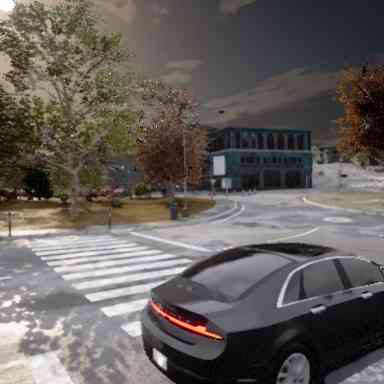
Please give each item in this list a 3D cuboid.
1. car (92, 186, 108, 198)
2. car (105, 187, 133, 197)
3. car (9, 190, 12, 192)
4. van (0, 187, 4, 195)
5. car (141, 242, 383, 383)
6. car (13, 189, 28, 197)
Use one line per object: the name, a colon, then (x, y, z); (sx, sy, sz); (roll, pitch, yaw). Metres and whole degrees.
car: (-13.329, 0.031, 53.853); (2.435, 2.045, 5.566); (-1, 1, 16)
car: (-10.915, 0.246, 52.134); (2.231, 1.521, 4.892); (-1, 1, 16)
car: (-36.938, 0.173, 71.934); (2.185, 1.767, 4.553); (0, 2, 19)
van: (-48.481, -0.132, 81.219); (1.878, 1.987, 4.442); (0, 2, 20)
car: (1.666, 1.504, 4.868); (4.892, 1.490, 1.837); (0, 0, -34)
car: (-34.593, 0.337, 70.120); (2.097, 1.535, 5.008); (0, 2, 18)
